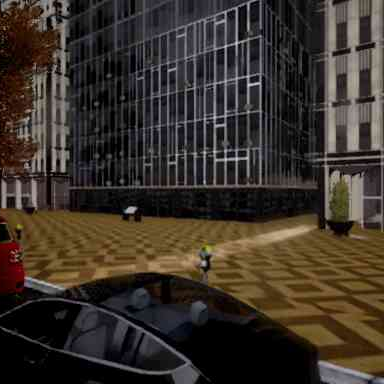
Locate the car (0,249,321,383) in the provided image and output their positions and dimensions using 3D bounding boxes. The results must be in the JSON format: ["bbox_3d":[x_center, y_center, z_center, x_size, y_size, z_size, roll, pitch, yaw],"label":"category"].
[{"bbox_3d":[-0.888,1.560,3.510,4.313,1.339,1.947,0,0,35],"label":"car"}]

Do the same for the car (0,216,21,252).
[{"bbox_3d":[-5.384,1.298,6.717,5.009,1.841,2.192,0,0,35],"label":"car"}]
